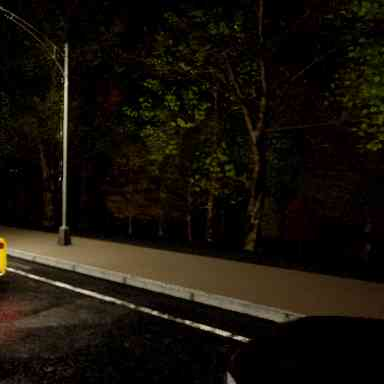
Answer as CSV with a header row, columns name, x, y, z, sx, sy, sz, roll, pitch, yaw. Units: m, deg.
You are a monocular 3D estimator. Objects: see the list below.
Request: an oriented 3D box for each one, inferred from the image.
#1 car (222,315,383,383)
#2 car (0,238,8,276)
name,x,y,z,sx,sy,sz,roll,pitch,yaw
car,2.448,1.507,1.816,4.902,1.511,2.128,1,1,35
car,-6.508,1.338,8.201,5.008,1.535,1.882,1,1,35
